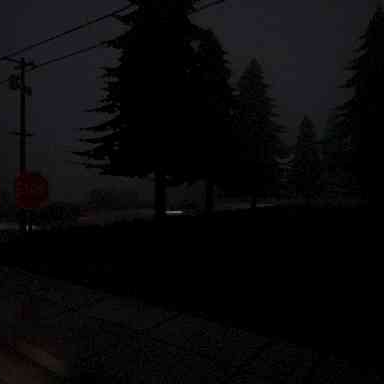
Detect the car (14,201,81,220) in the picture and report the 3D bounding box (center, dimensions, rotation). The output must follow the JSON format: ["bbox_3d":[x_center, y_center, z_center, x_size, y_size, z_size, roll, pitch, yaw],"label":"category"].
[{"bbox_3d":[-10.871,1.511,25.378,1.882,1.535,5.008,0,0,33],"label":"car"}]

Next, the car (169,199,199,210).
[{"bbox_3d":[-0.913,1.597,40.493,1.994,1.385,4.181,0,0,33],"label":"car"}]
